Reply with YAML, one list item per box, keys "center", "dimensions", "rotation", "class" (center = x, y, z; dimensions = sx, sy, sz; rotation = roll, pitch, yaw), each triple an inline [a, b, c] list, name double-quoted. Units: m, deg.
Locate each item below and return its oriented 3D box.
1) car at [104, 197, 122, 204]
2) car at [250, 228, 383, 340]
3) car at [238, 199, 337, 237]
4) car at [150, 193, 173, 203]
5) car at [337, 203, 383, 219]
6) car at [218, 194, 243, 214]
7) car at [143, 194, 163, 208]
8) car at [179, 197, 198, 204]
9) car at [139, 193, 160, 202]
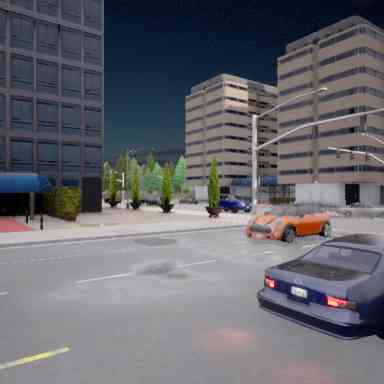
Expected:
- center: [-15.355, 1.554, 64.220]
  dimensions: [2.033, 1.411, 5.357]
  rotation: [0, 0, -35]
  class: "car"
- center: [3.659, 1.547, 6.438]
  dimensions: [5.357, 1.411, 2.033]
  rotation: [0, 0, -35]
  class: "car"
- center: [4.712, 1.352, 16.045]
  dimensions: [4.553, 1.767, 2.097]
  rotation: [0, 0, -38]
  class: "car"
- center: [-6.459, 1.223, 69.951]
  dimensions: [2.150, 2.045, 5.566]
  rotation: [0, 0, -35]
  class: "car"
- center: [15.194, 1.601, 28.759]
  dimensions: [4.718, 1.301, 1.895]
  rotation: [0, 0, 40]
  class: "car"
- center: [4.126, 1.222, 36.293]
  dimensions: [2.150, 2.045, 5.566]
  rotation: [0, 0, -35]
  class: "car"
- center: [-5.010, 1.504, 49.317]
  dimensions: [1.837, 1.490, 4.892]
  rotation: [0, 0, -35]
  class: "car"
- center: [-0.732, 1.564, 61.828]
  dimensions: [1.994, 1.385, 4.181]
  rotation: [0, 0, -34]
  class: "car"
- center: [-7.764, 1.492, 59.377]
  dimensions: [2.128, 1.511, 4.902]
  rotation: [0, 0, -35]
  class: "car"
